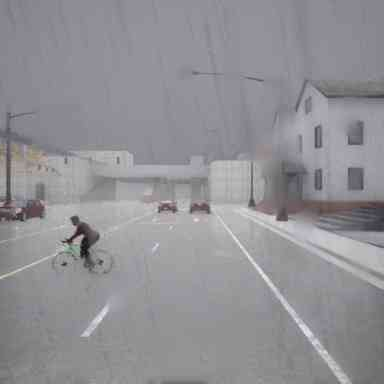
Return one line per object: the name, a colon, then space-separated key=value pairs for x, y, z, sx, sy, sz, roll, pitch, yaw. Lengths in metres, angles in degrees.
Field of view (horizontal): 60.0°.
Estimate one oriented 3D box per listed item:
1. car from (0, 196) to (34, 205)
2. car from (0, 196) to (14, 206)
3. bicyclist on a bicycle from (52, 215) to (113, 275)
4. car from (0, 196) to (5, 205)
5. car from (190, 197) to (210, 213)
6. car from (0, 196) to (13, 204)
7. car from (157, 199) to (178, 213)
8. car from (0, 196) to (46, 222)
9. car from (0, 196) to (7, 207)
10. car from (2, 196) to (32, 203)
car: x=-31.218 y=1.453 z=59.544 sx=2.038 sy=1.542 sz=4.974 roll=0 pitch=0 yaw=30
car: x=-30.544 y=1.453 z=54.162 sx=2.038 sy=1.542 sz=4.974 roll=0 pitch=0 yaw=-35
bicyclist on a bicycle: x=-2.965 y=1.455 z=8.953 sx=1.656 sy=1.620 sz=0.582 roll=-2 pitch=0 yaw=1
car: x=-30.669 y=1.295 z=49.517 sx=1.853 sy=1.218 sz=4.536 roll=0 pitch=0 yaw=45
car: x=0.870 y=1.352 z=36.700 sx=2.097 sy=1.767 sz=4.553 roll=0 pitch=0 yaw=1
car: x=-30.574 y=1.295 z=54.204 sx=1.853 sy=1.218 sz=4.536 roll=0 pitch=0 yaw=-35
car: x=-2.662 y=1.526 z=36.787 sx=1.812 sy=1.442 sz=4.674 roll=0 pitch=0 yaw=2
car: x=-13.462 y=1.355 z=26.214 sx=2.097 sy=1.767 sz=4.553 roll=0 pitch=0 yaw=1
car: x=-30.632 y=1.453 z=49.554 sx=2.038 sy=1.542 sz=4.974 roll=0 pitch=0 yaw=45
car: x=-31.244 y=1.295 z=59.499 sx=1.853 sy=1.218 sz=4.536 roll=0 pitch=0 yaw=30
